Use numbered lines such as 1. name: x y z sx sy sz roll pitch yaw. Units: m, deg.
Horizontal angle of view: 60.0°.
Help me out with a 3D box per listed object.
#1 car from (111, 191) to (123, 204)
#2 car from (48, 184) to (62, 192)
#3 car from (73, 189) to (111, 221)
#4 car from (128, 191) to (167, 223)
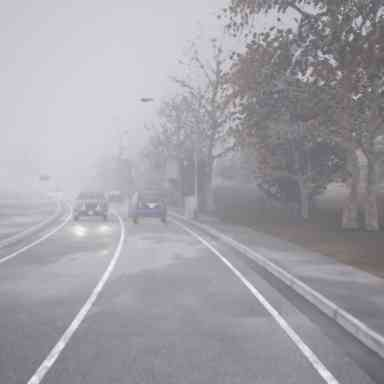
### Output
1. car: -9.805 0.564 40.823 1.882 1.535 5.008 1 2 -26
2. car: -25.265 -0.732 61.423 1.994 1.385 4.181 1 2 -30
3. car: -7.142 0.863 23.717 2.150 2.045 5.566 1 1 -16
4. car: -3.166 0.940 23.092 2.150 2.045 5.566 1 1 -15
